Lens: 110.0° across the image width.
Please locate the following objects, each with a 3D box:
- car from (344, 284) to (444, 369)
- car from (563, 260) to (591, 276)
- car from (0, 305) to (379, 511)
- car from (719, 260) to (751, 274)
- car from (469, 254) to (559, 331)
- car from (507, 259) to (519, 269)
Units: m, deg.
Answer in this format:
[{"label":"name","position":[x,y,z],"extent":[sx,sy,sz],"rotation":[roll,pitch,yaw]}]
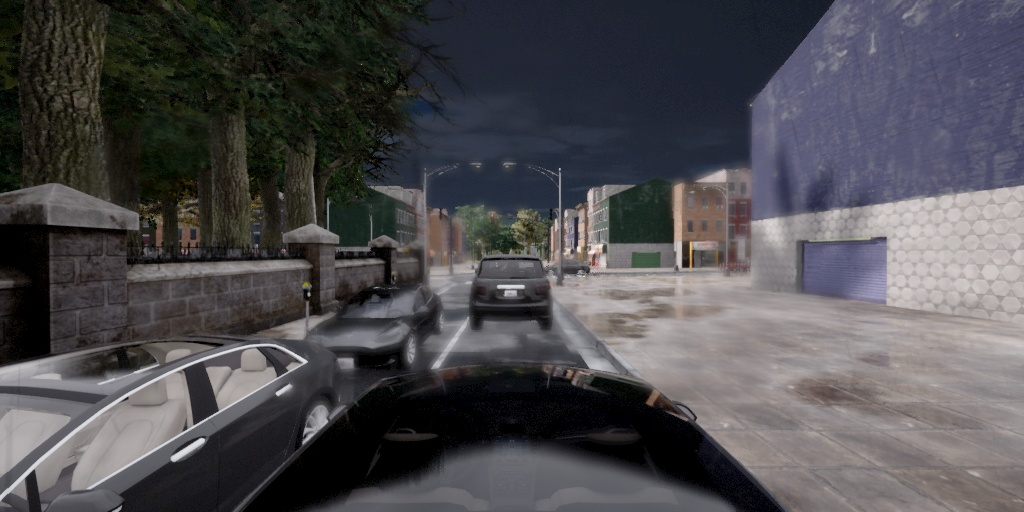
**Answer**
[{"label":"car","position":[-2.633,1.316,7.802],"extent":[1.948,1.339,4.313],"rotation":[0,0,0]},{"label":"car","position":[5.024,1.187,34.375],"extent":[4.892,1.490,1.837],"rotation":[-1,1,0]},{"label":"car","position":[-2.641,1.300,2.114],"extent":[2.007,1.370,4.403],"rotation":[0,0,0]},{"label":"car","position":[22.587,1.031,34.354],"extent":[4.718,1.301,1.895],"rotation":[-1,1,0]},{"label":"car","position":[-0.009,0.973,11.096],"extent":[2.150,2.045,5.566],"rotation":[0,0,0]},{"label":"car","position":[0.153,1.303,57.966],"extent":[1.882,1.535,5.008],"rotation":[0,0,0]}]
